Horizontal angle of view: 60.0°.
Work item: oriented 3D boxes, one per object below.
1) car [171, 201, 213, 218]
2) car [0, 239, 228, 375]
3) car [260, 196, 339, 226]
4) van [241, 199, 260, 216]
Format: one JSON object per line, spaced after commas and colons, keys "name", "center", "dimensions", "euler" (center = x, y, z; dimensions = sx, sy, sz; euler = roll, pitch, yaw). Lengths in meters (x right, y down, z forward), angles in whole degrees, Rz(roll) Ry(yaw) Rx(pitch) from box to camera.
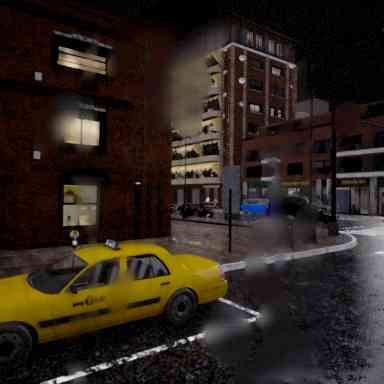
{"name": "car", "center": [0.232, 1.730, 31.886], "dimensions": [1.947, 1.339, 4.313], "euler": [1, -1, -35]}
{"name": "car", "center": [-1.595, 1.526, 5.572], "dimensions": [4.829, 1.417, 1.752], "euler": [0, 1, -35]}
{"name": "car", "center": [8.117, 1.334, 25.011], "dimensions": [2.150, 2.045, 5.566], "euler": [1, -1, -34]}
{"name": "van", "center": [7.130, 1.654, 36.645], "dimensions": [1.690, 1.788, 3.998], "euler": [1, -1, -35]}
